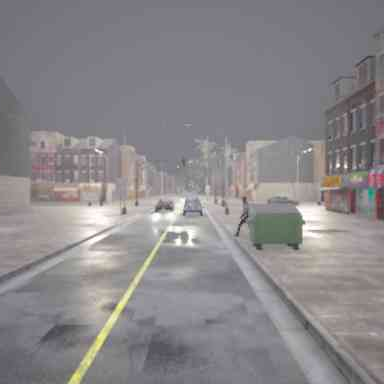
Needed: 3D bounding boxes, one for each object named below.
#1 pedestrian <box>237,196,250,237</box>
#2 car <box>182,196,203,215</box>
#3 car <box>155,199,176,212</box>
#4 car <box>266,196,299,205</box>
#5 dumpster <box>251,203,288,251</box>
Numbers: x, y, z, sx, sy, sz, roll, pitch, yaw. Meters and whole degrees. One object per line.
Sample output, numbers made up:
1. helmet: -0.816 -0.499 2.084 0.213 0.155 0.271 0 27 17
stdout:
1. pedestrian: 2.247 1.052 14.024 0.375 1.860 0.375 0 0 -10
2. car: 0.066 1.358 30.630 2.033 1.411 5.357 0 0 0
3. car: -2.785 1.387 34.941 1.895 1.301 4.718 0 0 1
4. car: 12.340 1.241 45.566 4.313 1.339 1.947 0 0 0
5. dumpster: 3.003 1.312 13.154 1.020 1.700 1.940 0 0 0
